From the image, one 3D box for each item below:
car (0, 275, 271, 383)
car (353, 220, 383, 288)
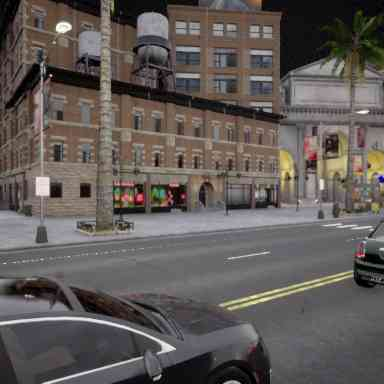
[{"bbox_3d":[-1.428,1.505,2.720,4.892,1.490,1.837,0,0,-36],"label":"car"},{"bbox_3d":[5.945,1.352,8.020,4.553,1.767,2.097,0,0,-35],"label":"car"}]
